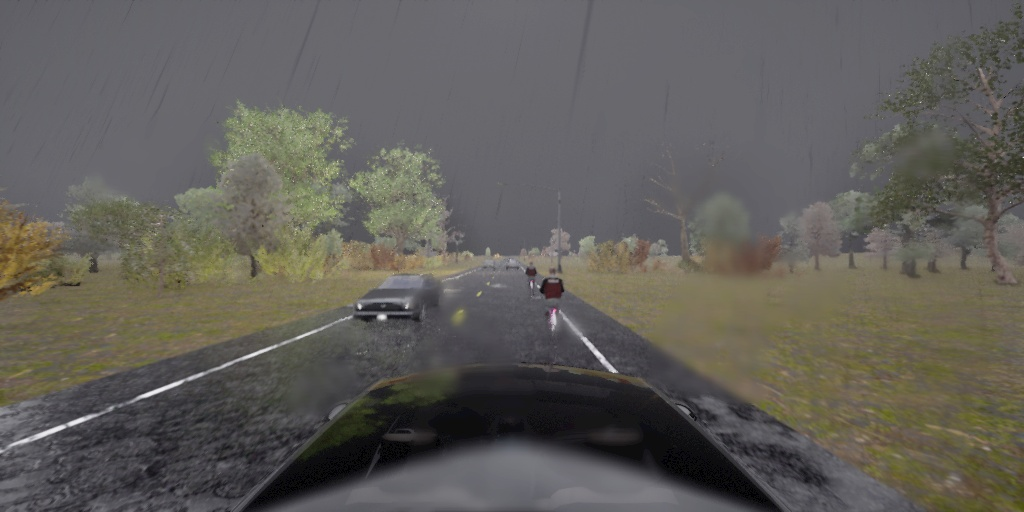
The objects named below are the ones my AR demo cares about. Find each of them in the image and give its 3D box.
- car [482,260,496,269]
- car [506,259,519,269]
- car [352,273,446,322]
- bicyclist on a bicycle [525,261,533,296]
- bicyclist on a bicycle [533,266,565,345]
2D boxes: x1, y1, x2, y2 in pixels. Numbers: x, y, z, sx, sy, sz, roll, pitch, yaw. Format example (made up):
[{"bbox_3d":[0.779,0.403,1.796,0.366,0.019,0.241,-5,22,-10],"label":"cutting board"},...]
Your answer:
[{"bbox_3d":[-3.570,1.327,56.068,1.837,1.490,4.892,0,0,0],"label":"car"},{"bbox_3d":[0.089,1.387,57.087,1.994,1.385,4.181,0,0,0],"label":"car"},{"bbox_3d":[-3.602,1.314,12.603,2.033,1.411,5.357,0,0,0],"label":"car"},{"bbox_3d":[0.960,1.145,17.907,0.659,1.776,1.843,0,0,0],"label":"bicyclist on a bicycle"},{"bbox_3d":[0.961,1.132,8.698,0.659,1.776,1.843,0,0,0],"label":"bicyclist on a bicycle"}]
